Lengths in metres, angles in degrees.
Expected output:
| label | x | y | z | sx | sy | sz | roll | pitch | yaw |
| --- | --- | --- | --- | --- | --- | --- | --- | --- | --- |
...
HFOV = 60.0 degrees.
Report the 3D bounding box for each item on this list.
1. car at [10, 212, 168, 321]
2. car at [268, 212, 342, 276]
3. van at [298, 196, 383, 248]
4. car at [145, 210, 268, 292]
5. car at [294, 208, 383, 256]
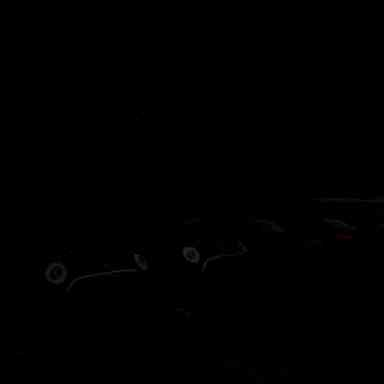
| label | x | y | z | sx | sy | sz | roll | pitch | yaw |
| --- | --- | --- | --- | --- | --- | --- | --- | --- | --- |
| car | -2.709 | 1.355 | 7.552 | 2.185 | 1.767 | 4.553 | 0 | 0 | -36 |
| car | 1.826 | 1.483 | 10.755 | 2.097 | 1.535 | 5.008 | 0 | 0 | -36 |
| van | 6.282 | 1.259 | 14.070 | 1.878 | 1.987 | 4.442 | 0 | 0 | -36 |
| car | -0.449 | 1.356 | 9.164 | 2.185 | 1.767 | 4.553 | 0 | 0 | -36 |
| car | 4.091 | 1.524 | 12.361 | 2.002 | 1.452 | 4.674 | 0 | 0 | -36 |
